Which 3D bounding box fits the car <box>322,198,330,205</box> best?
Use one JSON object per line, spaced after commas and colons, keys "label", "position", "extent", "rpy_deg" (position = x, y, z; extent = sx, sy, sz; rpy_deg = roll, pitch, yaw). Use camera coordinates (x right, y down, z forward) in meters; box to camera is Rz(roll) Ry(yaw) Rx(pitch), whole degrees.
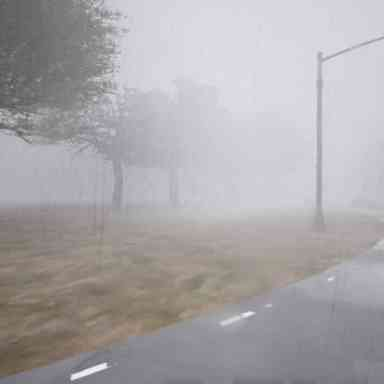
{"label": "car", "position": [26.610, 1.838, 66.763], "extent": [2.033, 1.411, 5.357], "rpy_deg": [1, -1, 16]}

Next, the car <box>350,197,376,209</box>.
{"label": "car", "position": [24.808, 1.559, 48.451], "extent": [2.097, 1.767, 4.553], "rpy_deg": [1, -1, 3]}

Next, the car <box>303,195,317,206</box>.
{"label": "car", "position": [22.839, 1.576, 64.092], "extent": [2.150, 2.045, 5.566], "rpy_deg": [1, -1, 10]}
